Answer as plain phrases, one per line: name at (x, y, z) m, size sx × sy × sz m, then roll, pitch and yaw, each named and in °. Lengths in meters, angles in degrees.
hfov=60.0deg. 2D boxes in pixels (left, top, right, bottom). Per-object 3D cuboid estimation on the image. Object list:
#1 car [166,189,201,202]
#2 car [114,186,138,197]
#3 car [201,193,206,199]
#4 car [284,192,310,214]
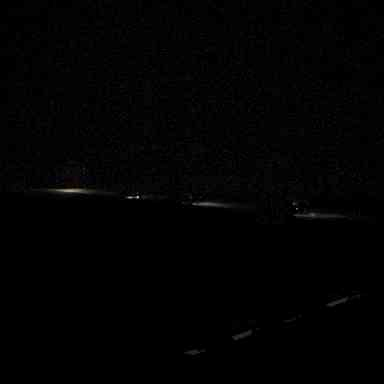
car at (-1.531, 0.411, 42.288) m, size 2.128 × 1.511 × 4.902 m, roll -3°, pitch 4°, yaw -35°
car at (-10.708, -0.059, 55.398) m, size 1.837 × 1.490 × 4.892 m, roll -3°, pitch 3°, yaw -35°
car at (-0.190, 0.323, 45.491) m, size 1.895 × 1.301 × 4.718 m, roll -3°, pitch 4°, yaw -35°
car at (7.920, 0.814, 28.936) m, size 2.097 × 1.767 × 4.553 m, roll -3°, pitch 4°, yaw -35°
